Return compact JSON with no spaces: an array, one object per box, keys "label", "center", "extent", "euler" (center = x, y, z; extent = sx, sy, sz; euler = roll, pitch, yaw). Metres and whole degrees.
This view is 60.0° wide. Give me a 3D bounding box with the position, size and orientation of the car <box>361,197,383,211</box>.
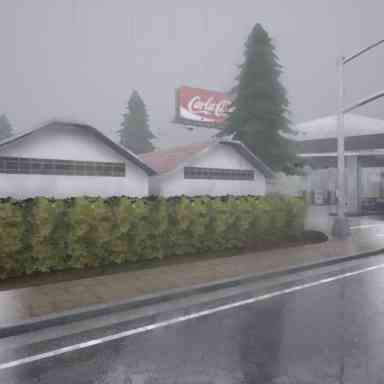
[{"label":"car","center":[22.222,1.480,40.273],"extent":[4.611,1.667,2.242],"euler":[0,0,-36]}]
